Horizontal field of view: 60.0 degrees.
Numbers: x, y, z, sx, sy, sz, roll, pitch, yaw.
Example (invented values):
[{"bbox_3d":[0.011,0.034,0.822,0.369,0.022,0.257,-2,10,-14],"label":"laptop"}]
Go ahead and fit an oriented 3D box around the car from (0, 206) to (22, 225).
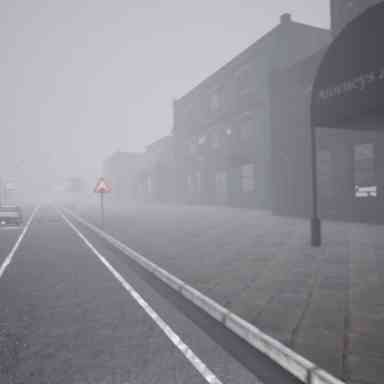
[{"bbox_3d":[-14.636,1.822,26.439,2.033,1.411,5.357,-1,1,-24],"label":"car"}]
